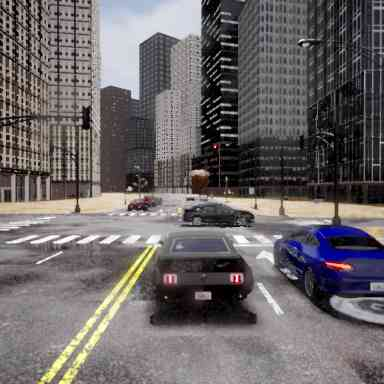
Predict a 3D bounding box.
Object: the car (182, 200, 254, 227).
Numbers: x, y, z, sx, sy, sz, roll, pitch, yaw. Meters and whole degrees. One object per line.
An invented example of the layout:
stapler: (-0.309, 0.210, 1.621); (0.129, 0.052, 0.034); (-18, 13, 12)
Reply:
car: (1.759, 1.520, 22.545); (4.892, 1.490, 1.837); (0, 0, 1)

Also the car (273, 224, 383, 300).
car: (3.354, 1.522, 8.232); (1.812, 1.442, 4.674); (0, 0, 1)

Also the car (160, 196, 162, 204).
car: (-6.498, 1.415, 60.868); (2.128, 1.511, 4.902); (0, 0, 0)

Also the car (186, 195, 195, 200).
car: (-0.422, 1.467, 80.421); (1.895, 1.301, 4.718); (0, 0, -4)

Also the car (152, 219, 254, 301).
car: (0.112, 1.598, 8.264); (1.895, 1.301, 4.718); (0, 0, -2)

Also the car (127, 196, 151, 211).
car: (-6.533, 1.529, 40.328); (1.994, 1.385, 4.181); (0, 0, 0)

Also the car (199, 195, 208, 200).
car: (2.827, 1.395, 80.534); (1.812, 1.442, 4.674); (0, 0, -4)

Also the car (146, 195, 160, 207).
car: (-6.516, 1.298, 50.577); (2.097, 1.767, 4.553); (0, 0, 0)
